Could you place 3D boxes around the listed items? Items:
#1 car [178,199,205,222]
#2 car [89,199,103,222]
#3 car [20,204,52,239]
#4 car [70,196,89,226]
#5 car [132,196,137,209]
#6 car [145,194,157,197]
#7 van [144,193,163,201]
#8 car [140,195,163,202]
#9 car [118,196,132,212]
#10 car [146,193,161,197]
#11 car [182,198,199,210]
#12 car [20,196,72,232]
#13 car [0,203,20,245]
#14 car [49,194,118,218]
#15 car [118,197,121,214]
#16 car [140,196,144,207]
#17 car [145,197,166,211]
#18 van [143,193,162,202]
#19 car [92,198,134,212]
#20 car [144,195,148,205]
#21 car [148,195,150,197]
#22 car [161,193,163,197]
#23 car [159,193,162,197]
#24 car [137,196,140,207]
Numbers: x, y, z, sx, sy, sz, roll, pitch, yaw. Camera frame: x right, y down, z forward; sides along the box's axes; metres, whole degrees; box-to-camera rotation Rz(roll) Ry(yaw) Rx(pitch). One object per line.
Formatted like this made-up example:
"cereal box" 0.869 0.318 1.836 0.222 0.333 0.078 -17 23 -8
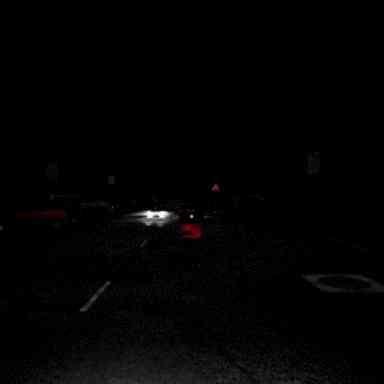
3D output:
"car" -0.040 1.495 26.359 1.837 1.490 4.892 0 0 0
"car" -9.440 1.505 24.959 4.792 1.488 2.163 -1 0 -20
"car" -9.462 1.516 15.935 4.674 1.452 2.002 -1 0 -20
"car" -9.433 1.349 21.945 4.553 1.767 2.185 -1 0 -20
"car" -9.455 1.235 36.976 5.566 2.045 2.435 -1 0 -20
"car" -9.515 1.547 60.964 4.892 1.521 2.231 -1 0 -20
"van" -9.816 1.278 84.928 4.442 1.987 1.878 -1 1 -21
"car" -9.639 1.562 78.983 5.008 1.535 2.097 -1 0 -21
"car" -9.291 1.477 34.019 5.366 1.575 1.946 -1 0 -20
"car" -9.347 1.550 64.029 5.366 1.575 1.946 -1 0 -20
"car" -0.171 1.559 43.845 2.033 1.411 5.357 0 0 0
"car" -9.432 1.349 18.944 4.553 1.767 2.185 -1 0 -20
"car" -9.492 1.353 12.927 4.553 1.767 2.185 -1 0 -20
"car" -9.443 1.225 27.959 5.566 2.045 2.435 -1 0 -20
"car" -9.437 1.509 30.961 4.792 1.488 2.163 -1 0 -20
"car" -9.502 1.378 45.952 4.553 1.767 2.185 -1 0 -20
"car" -4.239 1.607 40.838 1.895 1.301 4.718 0 0 0
"van" -9.779 1.308 81.928 4.442 1.987 1.878 -1 1 -21
"car" -9.462 1.531 39.954 4.674 1.452 2.002 -1 0 -20
"car" -9.446 1.540 48.972 4.792 1.488 2.163 -1 0 -20
"car" -9.481 1.559 51.963 4.674 1.452 2.002 -1 0 -20
"car" -9.771 1.584 75.914 5.366 1.575 1.946 -1 0 -20
"car" -9.363 1.560 67.031 5.366 1.575 1.946 -1 0 -20
"car" -9.500 1.372 42.951 4.553 1.767 2.185 -1 0 -20
